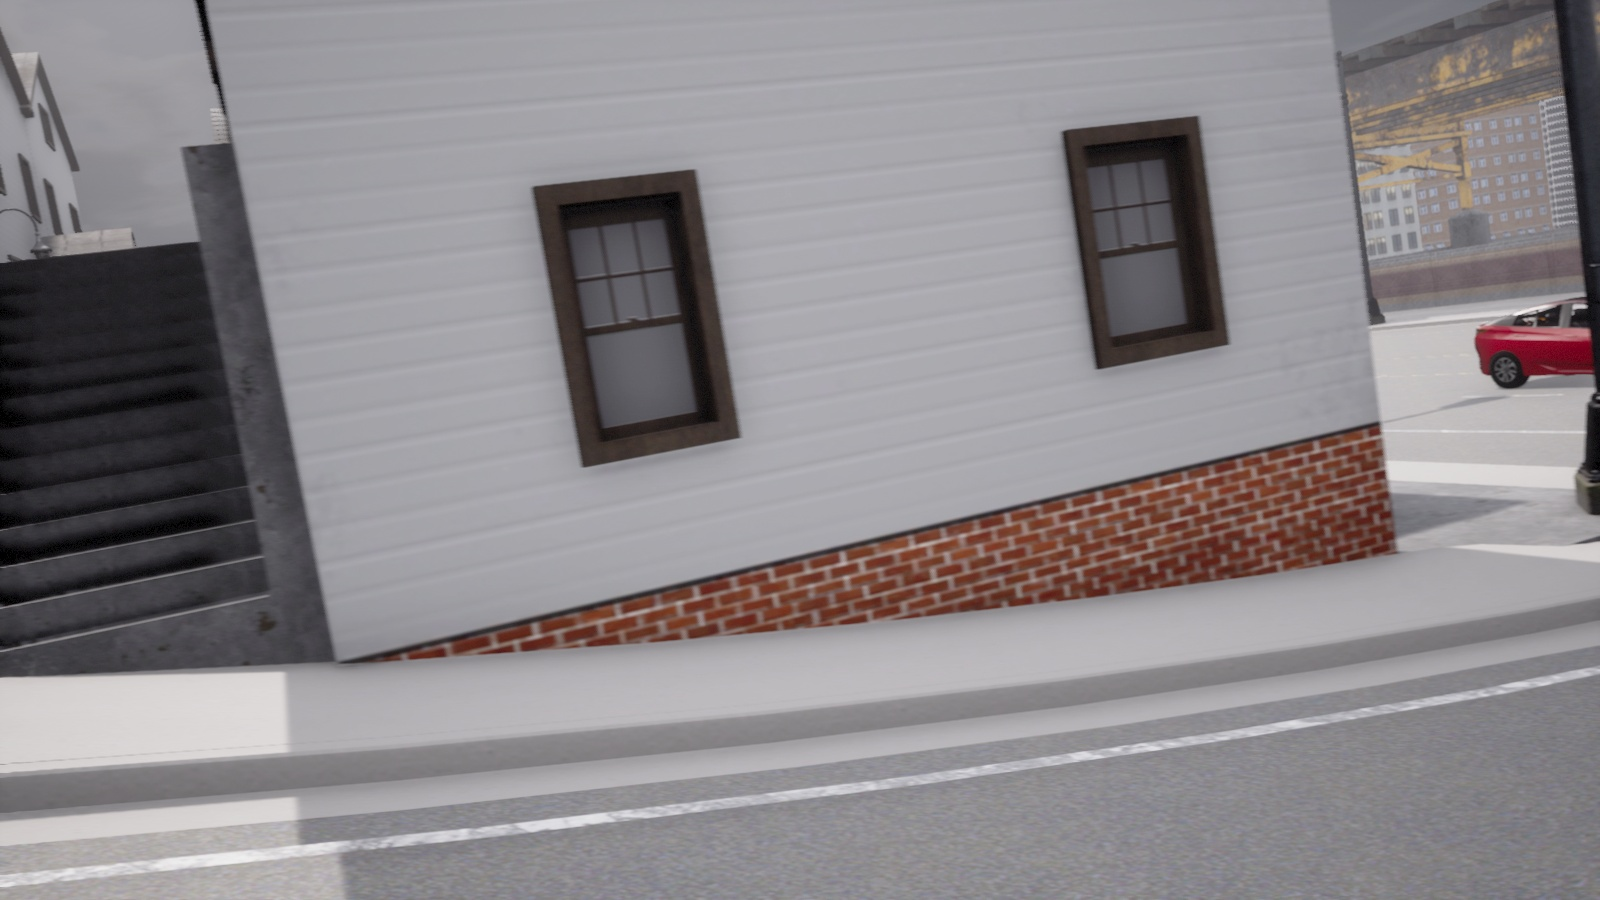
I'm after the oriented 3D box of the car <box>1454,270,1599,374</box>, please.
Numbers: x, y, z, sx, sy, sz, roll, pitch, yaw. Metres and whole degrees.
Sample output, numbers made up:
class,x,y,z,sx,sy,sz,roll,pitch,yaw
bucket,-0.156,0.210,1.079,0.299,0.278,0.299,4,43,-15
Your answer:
class,x,y,z,sx,sy,sz,roll,pitch,yaw
car,14.319,-2.370,22.246,2.007,1.525,4.514,-12,5,-20
